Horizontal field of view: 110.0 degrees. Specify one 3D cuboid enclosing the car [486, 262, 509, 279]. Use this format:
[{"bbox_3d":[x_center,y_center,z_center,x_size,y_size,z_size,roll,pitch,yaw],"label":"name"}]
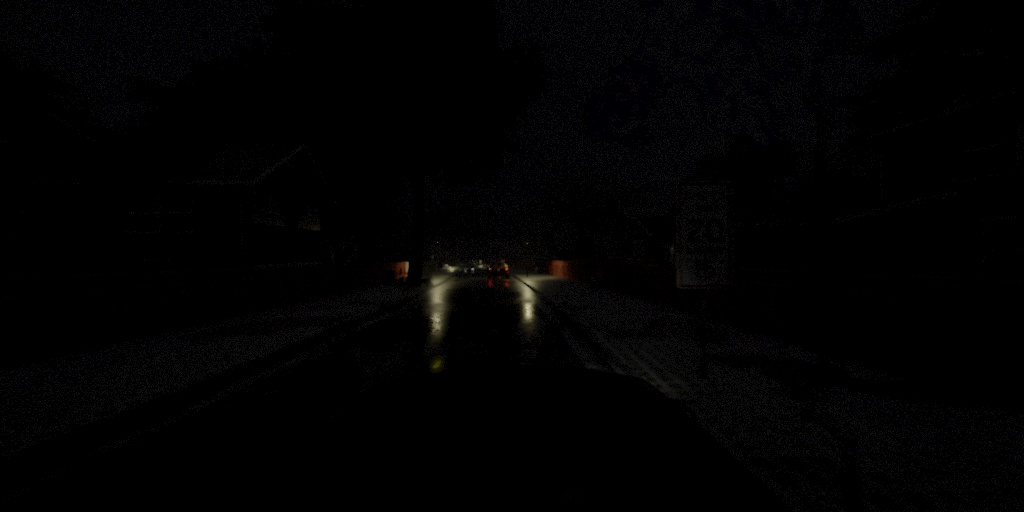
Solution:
[{"bbox_3d":[-1.446,1.356,36.735,2.097,1.767,4.553,0,0,-4],"label":"car"}]
